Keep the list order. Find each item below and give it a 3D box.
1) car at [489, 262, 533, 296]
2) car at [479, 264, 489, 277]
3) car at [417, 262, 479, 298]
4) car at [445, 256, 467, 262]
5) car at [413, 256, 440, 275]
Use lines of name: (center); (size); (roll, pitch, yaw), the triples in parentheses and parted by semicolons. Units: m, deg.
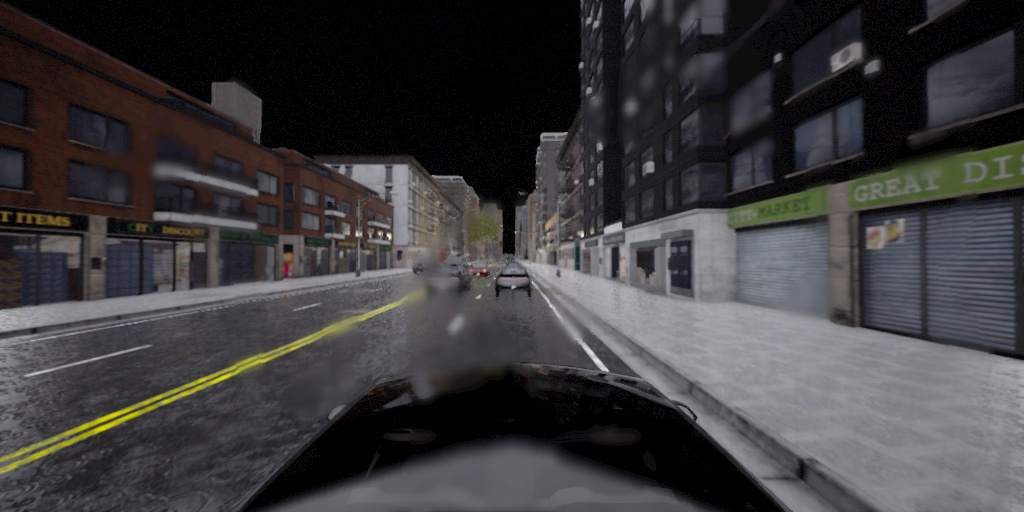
car: (0.086, 1.275, 19.416); (2.128, 1.511, 4.902); (0, 0, 0)
car: (-3.155, 1.412, 35.777); (1.895, 1.301, 4.718); (0, 0, 0)
car: (-3.152, 1.275, 18.780); (2.128, 1.511, 4.902); (0, 0, 0)
car: (-6.529, 1.049, 41.952); (2.150, 2.045, 5.566); (0, -1, 0)
car: (-9.781, 1.048, 41.694); (2.150, 2.045, 5.566); (0, -1, 0)
